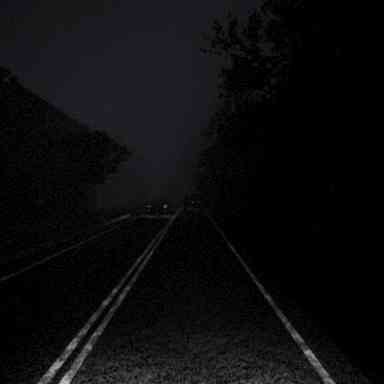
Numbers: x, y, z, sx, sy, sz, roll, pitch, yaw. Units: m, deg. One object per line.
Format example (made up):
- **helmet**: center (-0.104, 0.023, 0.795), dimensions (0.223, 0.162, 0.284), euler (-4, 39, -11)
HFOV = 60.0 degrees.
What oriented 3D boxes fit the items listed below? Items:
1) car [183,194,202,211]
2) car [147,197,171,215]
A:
- **car**: center (0.091, 1.276, 41.401), dimensions (2.150, 2.045, 5.566), euler (0, 0, 0)
- **car**: center (-3.352, 1.374, 34.131), dimensions (2.097, 1.767, 4.553), euler (0, 0, 0)
